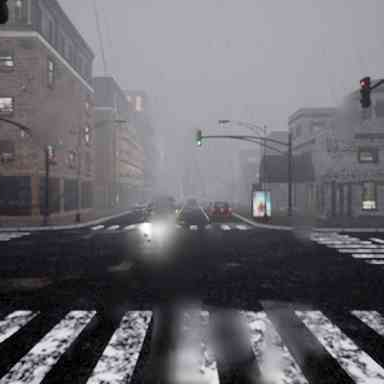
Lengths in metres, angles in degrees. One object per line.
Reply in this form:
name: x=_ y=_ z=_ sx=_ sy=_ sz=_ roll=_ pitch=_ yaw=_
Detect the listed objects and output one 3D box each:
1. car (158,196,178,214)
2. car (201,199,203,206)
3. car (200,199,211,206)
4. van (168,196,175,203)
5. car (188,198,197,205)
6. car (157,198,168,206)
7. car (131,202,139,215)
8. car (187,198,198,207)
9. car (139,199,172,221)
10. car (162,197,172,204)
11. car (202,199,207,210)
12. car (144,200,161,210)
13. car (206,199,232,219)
car: x=-3.126 y=1.490 z=39.533 sx=2.150 sy=2.045 sz=5.566 roll=0 pitch=-1 yaw=0
car: x=2.651 y=1.885 z=48.479 sx=2.008 sy=1.369 sz=4.403 roll=0 pitch=0 yaw=0
car: x=2.639 y=2.015 z=65.568 sx=2.008 sy=1.369 sz=4.403 roll=-1 pitch=0 yaw=0
van: x=-5.764 y=2.037 z=94.033 sx=1.690 sy=1.788 sz=3.998 roll=-1 pitch=0 yaw=0
car: x=0.031 y=2.027 z=70.350 sx=1.812 sy=1.442 sz=4.674 roll=0 pitch=0 yaw=0
car: x=-5.742 y=1.987 z=65.380 sx=1.752 sy=1.417 sz=4.829 roll=0 pitch=0 yaw=0
car: x=-5.721 y=1.800 z=37.067 sx=2.008 sy=1.369 sz=4.403 roll=0 pitch=0 yaw=0
car: x=0.060 y=1.925 z=59.933 sx=1.837 sy=1.490 sz=4.892 roll=0 pitch=0 yaw=0
car: x=-3.131 y=1.688 z=29.593 sx=2.128 sy=1.511 sz=4.902 roll=0 pitch=0 yaw=-2
car: x=-5.752 y=1.994 z=76.942 sx=1.967 sy=1.590 sz=4.097 roll=0 pitch=0 yaw=0
car: x=2.655 y=1.874 z=42.782 sx=1.802 sy=1.307 sz=4.206 roll=0 pitch=0 yaw=0
car: x=-5.729 y=1.884 z=48.460 sx=2.008 sy=1.369 sz=4.403 roll=0 pitch=0 yaw=0
car: x=2.662 y=1.649 z=31.389 sx=1.967 sy=1.590 sz=4.097 roll=0 pitch=0 yaw=0
